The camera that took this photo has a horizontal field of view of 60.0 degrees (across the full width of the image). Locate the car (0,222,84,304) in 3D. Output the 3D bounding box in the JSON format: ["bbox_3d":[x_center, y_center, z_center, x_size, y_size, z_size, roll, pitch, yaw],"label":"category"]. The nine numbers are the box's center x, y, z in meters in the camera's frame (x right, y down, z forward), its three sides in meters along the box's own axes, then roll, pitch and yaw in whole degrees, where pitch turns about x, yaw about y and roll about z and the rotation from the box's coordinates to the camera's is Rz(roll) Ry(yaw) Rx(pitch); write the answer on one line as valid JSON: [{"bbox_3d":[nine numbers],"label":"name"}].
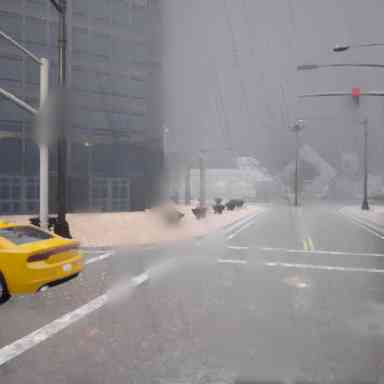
[{"bbox_3d":[-4.995,1.446,7.768,5.008,1.535,1.882,0,0,17],"label":"car"}]

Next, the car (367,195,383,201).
[{"bbox_3d":[45.482,1.431,79.708,2.128,1.511,4.902,0,0,-29],"label":"car"}]
